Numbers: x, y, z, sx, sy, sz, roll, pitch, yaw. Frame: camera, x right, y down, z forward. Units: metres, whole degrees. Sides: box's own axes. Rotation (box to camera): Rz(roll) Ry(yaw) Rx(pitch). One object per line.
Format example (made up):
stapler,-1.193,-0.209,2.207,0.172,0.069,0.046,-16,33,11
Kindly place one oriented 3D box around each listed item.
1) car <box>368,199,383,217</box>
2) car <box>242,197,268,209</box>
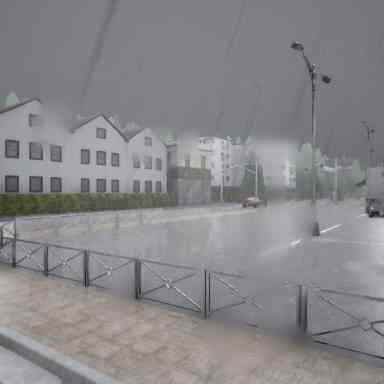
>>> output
car,15.488,1.298,26.767,2.007,1.523,4.514,0,0,35
car,8.104,1.334,42.799,1.812,1.442,4.674,0,0,36
